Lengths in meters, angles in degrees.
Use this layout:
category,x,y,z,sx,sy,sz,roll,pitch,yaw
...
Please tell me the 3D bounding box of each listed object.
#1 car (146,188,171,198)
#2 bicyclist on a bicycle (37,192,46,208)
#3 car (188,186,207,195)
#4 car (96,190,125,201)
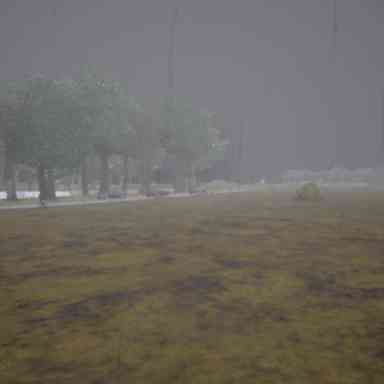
category,x,y,z,sx,sy,sz,roll,pitch,yaw
car,-5.485,0.103,55.700,1.882,1.535,5.008,-1,2,36
bicyclist on a bicycle,-16.034,0.848,35.440,1.656,1.620,0.582,0,1,35
car,1.170,-0.321,65.163,1.837,1.490,4.892,-1,2,35
car,-12.389,0.472,50.922,1.837,1.490,4.892,-1,2,35
